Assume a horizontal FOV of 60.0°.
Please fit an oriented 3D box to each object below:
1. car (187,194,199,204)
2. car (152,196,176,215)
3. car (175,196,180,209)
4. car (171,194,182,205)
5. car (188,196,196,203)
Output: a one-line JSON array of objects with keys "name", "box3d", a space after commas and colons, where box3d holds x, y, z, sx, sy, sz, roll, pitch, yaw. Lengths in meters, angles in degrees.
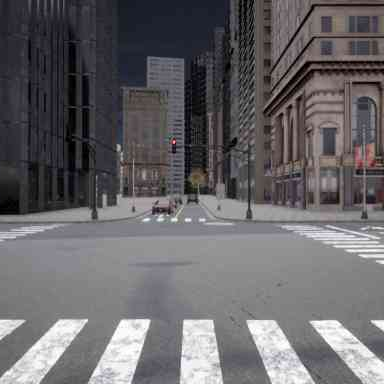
[{"name": "car", "box3d": [0.147, 1.343, 64.823, 2.150, 2.045, 5.566, 0, 0, 0]}, {"name": "car", "box3d": [-3.027, 1.521, 35.000, 1.882, 1.535, 5.008, 0, 0, 1]}, {"name": "car", "box3d": [-3.052, 1.632, 46.241, 1.994, 1.385, 4.181, 0, 0, -1]}, {"name": "car", "box3d": [-3.010, 1.338, 62.633, 2.150, 2.045, 5.566, 0, 0, 0]}, {"name": "car", "box3d": [0.053, 1.660, 75.254, 1.837, 1.490, 4.892, 0, 0, 0]}]
